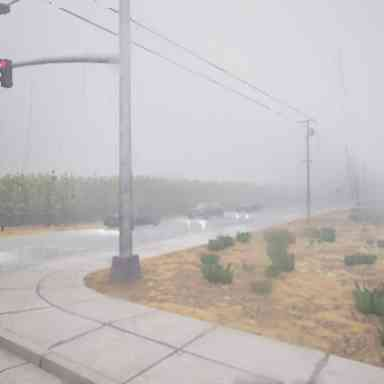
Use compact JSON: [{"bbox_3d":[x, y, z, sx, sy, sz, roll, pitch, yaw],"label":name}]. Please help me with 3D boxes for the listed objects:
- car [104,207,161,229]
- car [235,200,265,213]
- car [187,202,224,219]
[{"bbox_3d":[-3.967,1.716,22.676,1.994,1.385,4.181,0,0,33],"label":"car"},{"bbox_3d":[7.016,1.707,39.785,2.033,1.411,5.357,0,0,33],"label":"car"},{"bbox_3d":[1.390,1.681,31.003,1.812,1.442,4.674,0,0,32],"label":"car"}]
